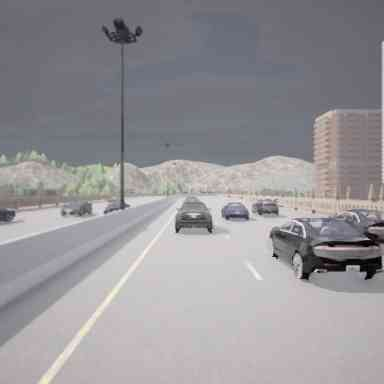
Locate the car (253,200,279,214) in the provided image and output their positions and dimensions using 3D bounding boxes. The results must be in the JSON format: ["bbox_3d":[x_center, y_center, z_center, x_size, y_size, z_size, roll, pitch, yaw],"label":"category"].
[{"bbox_3d":[7.037,1.494,32.347,2.128,1.511,4.902,0,0,-1],"label":"car"}]

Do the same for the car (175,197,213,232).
[{"bbox_3d":[0.102,1.353,20.212,2.097,1.767,4.553,0,0,0],"label":"car"}]

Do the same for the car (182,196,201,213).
[{"bbox_3d":[-0.072,1.354,38.184,2.097,1.767,4.553,0,0,-1],"label":"car"}]

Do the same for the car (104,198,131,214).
[{"bbox_3d":[-7.158,1.564,32.258,1.994,1.385,4.181,0,0,-1],"label":"car"}]

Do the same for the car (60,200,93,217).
[{"bbox_3d":[-10.645,1.492,31.000,2.128,1.511,4.902,0,0,-1],"label":"car"}]

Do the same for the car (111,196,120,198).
[{"bbox_3d":[-14.900,1.523,64.385,1.812,1.442,4.674,0,0,-1],"label":"car"}]

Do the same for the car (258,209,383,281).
[{"bbox_3d":[3.602,1.492,9.870,2.128,1.511,4.902,0,0,0],"label":"car"}]

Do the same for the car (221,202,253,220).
[{"bbox_3d":[3.580,1.566,28.201,1.994,1.385,4.181,0,0,0],"label":"car"}]

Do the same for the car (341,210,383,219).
[{"bbox_3d":[7.102,1.493,14.097,2.128,1.511,4.902,0,0,0],"label":"car"}]

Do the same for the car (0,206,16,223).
[{"bbox_3d":[-14.103,1.600,22.694,1.895,1.301,4.718,0,0,0],"label":"car"}]
